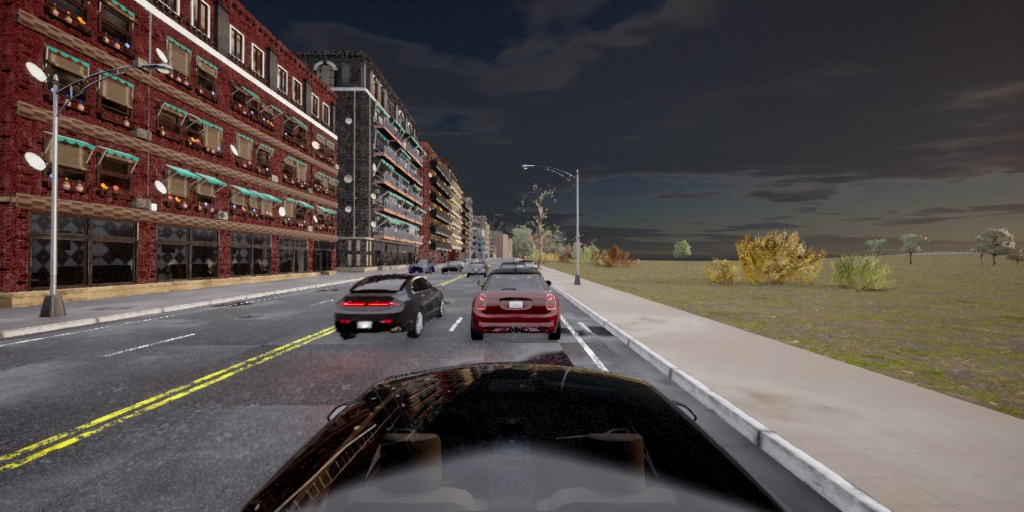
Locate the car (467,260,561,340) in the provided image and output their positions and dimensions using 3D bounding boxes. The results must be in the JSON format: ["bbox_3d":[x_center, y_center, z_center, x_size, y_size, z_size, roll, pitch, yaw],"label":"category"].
[{"bbox_3d":[0.080,1.103,10.112,2.097,1.767,4.553,0,0,0],"label":"car"}]

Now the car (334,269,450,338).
[{"bbox_3d":[-3.165,1.254,10.108,1.837,1.490,4.892,0,-1,0],"label":"car"}]

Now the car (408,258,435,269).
[{"bbox_3d":[-9.907,1.105,39.614,2.097,1.767,4.553,0,0,0],"label":"car"}]

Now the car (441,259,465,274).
[{"bbox_3d":[-6.657,1.354,40.144,1.895,1.301,4.718,0,0,0],"label":"car"}]

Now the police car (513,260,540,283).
[{"bbox_3d":[1.096,1.179,29.380,1.930,1.638,5.238,0,0,0],"label":"police car"}]

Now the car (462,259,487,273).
[{"bbox_3d":[-3.194,1.301,34.524,2.033,1.411,5.357,0,0,0],"label":"car"}]
